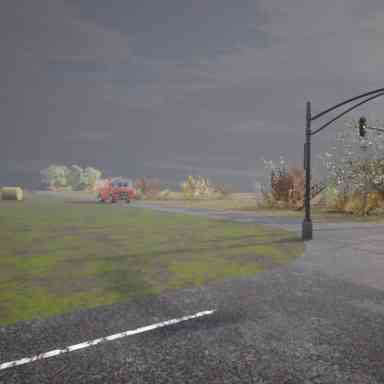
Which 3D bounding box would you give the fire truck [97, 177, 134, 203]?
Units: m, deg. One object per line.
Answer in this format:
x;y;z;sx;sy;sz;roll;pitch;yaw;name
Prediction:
-11.714;-0.355;50.067;2.891;3.827;8.468;1;0;-32;fire truck
